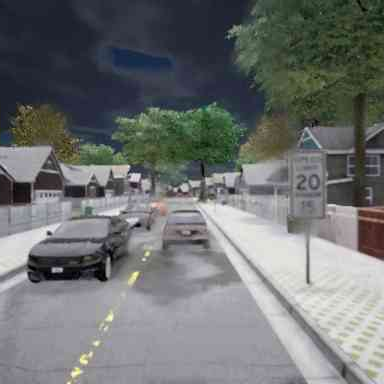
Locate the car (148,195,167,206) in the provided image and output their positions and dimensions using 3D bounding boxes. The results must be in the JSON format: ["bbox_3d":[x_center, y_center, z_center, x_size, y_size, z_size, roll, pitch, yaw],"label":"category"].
[{"bbox_3d":[-3.371,1.213,30.363,2.097,1.767,4.553,-1,0,-1],"label":"car"}]

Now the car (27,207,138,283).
[{"bbox_3d":[-3.014,1.441,9.860,1.882,1.535,5.008,-1,0,-1],"label":"car"}]

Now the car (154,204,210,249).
[{"bbox_3d":[-0.250,1.459,14.122,2.033,1.411,5.357,-1,0,-1],"label":"car"}]

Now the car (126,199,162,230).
[{"bbox_3d":[-3.210,1.402,20.116,2.128,1.511,4.902,-1,0,-1],"label":"car"}]
